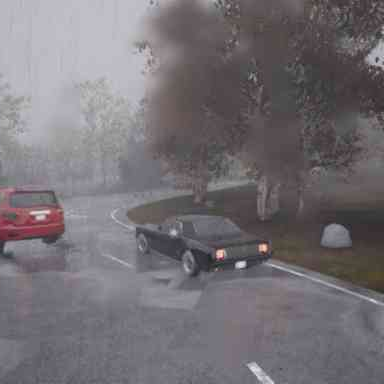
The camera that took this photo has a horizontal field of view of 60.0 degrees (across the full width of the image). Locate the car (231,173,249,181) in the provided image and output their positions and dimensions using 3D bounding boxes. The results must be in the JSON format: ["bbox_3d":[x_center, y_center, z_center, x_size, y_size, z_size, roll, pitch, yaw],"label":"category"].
[{"bbox_3d":[9.315,-2.893,63.993,2.128,1.511,4.902,1,7,43],"label":"car"}]

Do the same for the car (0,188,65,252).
[{"bbox_3d":[-6.910,0.860,12.255,5.566,2.045,2.150,1,2,39],"label":"car"}]

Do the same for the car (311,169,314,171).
[{"bbox_3d":[26.896,-5.304,77.650,1.812,1.442,4.674,1,7,41],"label":"car"}]

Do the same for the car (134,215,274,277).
[{"bbox_3d":[-0.012,1.305,9.431,1.895,1.301,4.718,-1,2,-30],"label":"car"}]

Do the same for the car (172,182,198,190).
[{"bbox_3d":[-0.990,-1.070,51.700,1.895,1.301,4.718,1,7,37],"label":"car"}]
